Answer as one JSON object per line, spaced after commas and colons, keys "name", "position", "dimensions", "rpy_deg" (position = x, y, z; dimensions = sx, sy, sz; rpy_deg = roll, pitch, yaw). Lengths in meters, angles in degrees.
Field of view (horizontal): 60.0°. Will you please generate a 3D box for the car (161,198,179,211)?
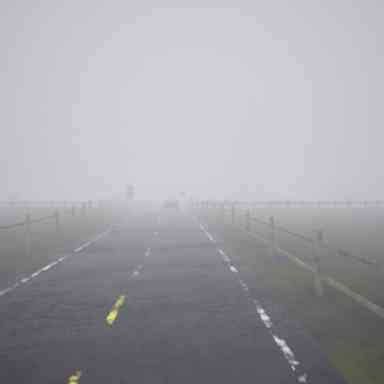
{"name": "car", "position": [-2.600, 1.448, 39.791], "dimensions": [1.882, 1.535, 5.008], "rpy_deg": [0, 0, -7]}
